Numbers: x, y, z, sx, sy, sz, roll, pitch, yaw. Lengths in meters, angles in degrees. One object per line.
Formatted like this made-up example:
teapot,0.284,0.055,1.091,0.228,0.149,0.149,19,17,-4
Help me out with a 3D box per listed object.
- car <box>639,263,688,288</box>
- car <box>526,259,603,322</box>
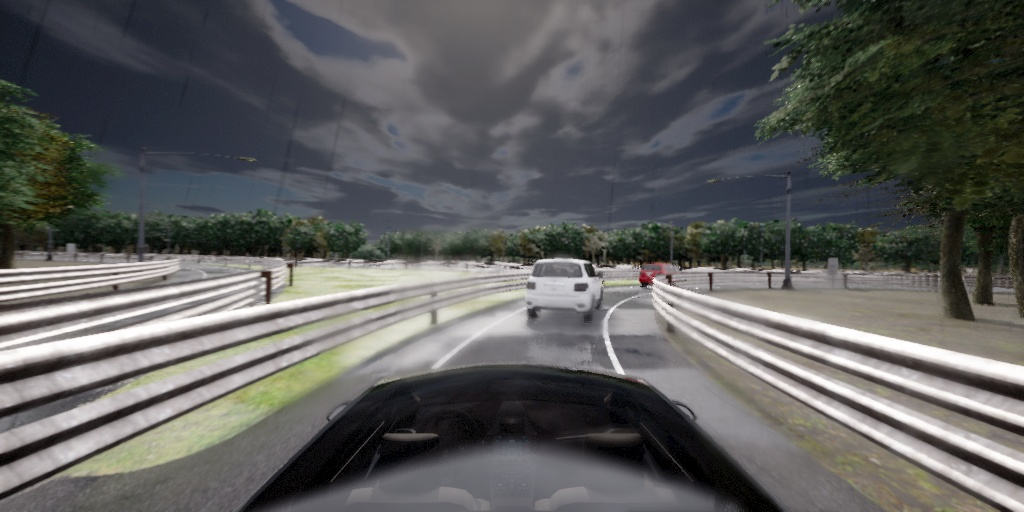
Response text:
car,12.682,1.646,29.911,5.566,2.045,2.150,2,-2,-43
car,2.134,1.154,13.517,2.150,2.045,5.566,0,-1,18
